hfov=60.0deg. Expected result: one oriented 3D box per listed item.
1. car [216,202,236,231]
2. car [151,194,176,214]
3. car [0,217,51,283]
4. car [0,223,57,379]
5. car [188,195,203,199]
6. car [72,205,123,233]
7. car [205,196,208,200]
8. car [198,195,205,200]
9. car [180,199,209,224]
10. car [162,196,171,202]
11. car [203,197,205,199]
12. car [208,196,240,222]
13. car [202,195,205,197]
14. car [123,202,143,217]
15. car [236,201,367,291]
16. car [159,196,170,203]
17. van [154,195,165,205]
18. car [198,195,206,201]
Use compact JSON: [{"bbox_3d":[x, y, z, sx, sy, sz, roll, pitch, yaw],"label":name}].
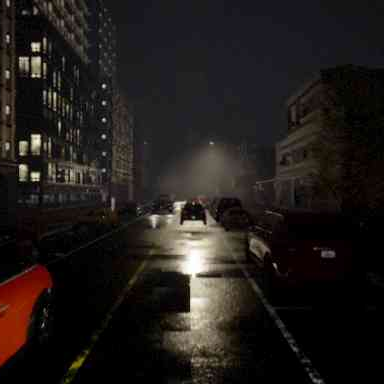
[{"bbox_3d":[2.689,1.528,20.212,1.752,1.417,4.829,0,0,0],"label":"car"},{"bbox_3d":[-3.105,1.231,36.430,2.150,2.045,5.566,0,0,0],"label":"car"},{"bbox_3d":[-5.689,1.545,8.968,1.887,1.381,4.507,0,0,0],"label":"car"},{"bbox_3d":[-3.091,1.352,3.123,2.097,1.767,4.553,0,0,0],"label":"car"},{"bbox_3d":[0.092,1.491,45.105,1.882,1.535,5.008,0,0,0],"label":"car"},{"bbox_3d":[-5.692,1.528,19.872,1.752,1.417,4.829,0,0,0],"label":"car"},{"bbox_3d":[2.687,1.322,31.116,2.192,1.841,5.009,0,0,0],"label":"car"},{"bbox_3d":[2.674,1.642,92.023,1.802,1.307,4.206,0,0,0],"label":"car"},{"bbox_3d":[0.095,1.530,24.708,1.812,1.442,4.674,0,0,0],"label":"car"},{"bbox_3d":[-5.704,1.622,75.412,1.802,1.307,4.206,0,0,0],"label":"car"},{"bbox_3d":[2.684,1.578,42.190,1.947,1.339,4.313,0,0,0],"label":"car"},{"bbox_3d":[2.689,1.320,25.579,2.192,1.841,5.009,0,0,0],"label":"car"},{"bbox_3d":[2.680,1.605,58.801,1.802,1.307,4.206,0,0,0],"label":"car"},{"bbox_3d":[-5.694,1.573,31.116,1.947,1.339,4.313,0,0,0],"label":"car"},{"bbox_3d":[2.692,1.315,8.967,2.192,1.841,5.009,0,0,0],"label":"car"},{"bbox_3d":[-5.702,1.559,69.705,1.752,1.417,4.829,0,0,0],"label":"car"},{"bbox_3d":[-5.700,1.364,58.801,1.690,1.788,3.998,0,0,0],"label":"van"},{"bbox_3d":[2.675,1.493,86.486,1.967,1.590,4.097,0,0,0],"label":"car"}]
